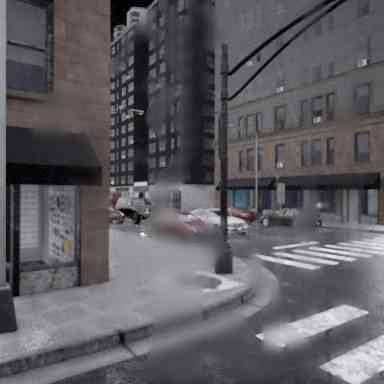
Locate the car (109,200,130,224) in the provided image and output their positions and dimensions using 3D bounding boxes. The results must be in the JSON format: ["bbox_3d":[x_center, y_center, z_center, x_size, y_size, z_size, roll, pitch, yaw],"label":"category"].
[{"bbox_3d":[-6.871,1.676,26.239,1.967,1.590,4.097,0,0,-35],"label":"car"}]

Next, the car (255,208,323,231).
[{"bbox_3d":[6.440,1.721,22.082,2.008,1.369,4.403,0,0,-35],"label":"car"}]

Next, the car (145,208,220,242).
[{"bbox_3d":[-0.531,1.707,17.175,1.802,1.307,4.206,0,0,-35],"label":"car"}]

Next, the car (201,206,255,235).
[{"bbox_3d":[1.185,1.671,19.203,1.812,1.442,4.674,0,-1,-34],"label":"car"}]

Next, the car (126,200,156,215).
[{"bbox_3d":[-6.236,1.833,40.206,1.967,1.590,4.097,0,0,-35],"label":"car"}]

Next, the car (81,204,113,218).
[{"bbox_3d":[-10.237,1.948,35.567,1.895,1.301,4.718,0,-1,-35],"label":"car"}]

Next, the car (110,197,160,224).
[{"bbox_3d":[-4.494,1.467,27.340,2.150,2.045,5.566,0,-1,-35],"label":"car"}]

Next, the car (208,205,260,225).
[{"bbox_3d":[3.272,1.807,26.613,1.802,1.307,4.206,0,0,-35],"label":"car"}]
